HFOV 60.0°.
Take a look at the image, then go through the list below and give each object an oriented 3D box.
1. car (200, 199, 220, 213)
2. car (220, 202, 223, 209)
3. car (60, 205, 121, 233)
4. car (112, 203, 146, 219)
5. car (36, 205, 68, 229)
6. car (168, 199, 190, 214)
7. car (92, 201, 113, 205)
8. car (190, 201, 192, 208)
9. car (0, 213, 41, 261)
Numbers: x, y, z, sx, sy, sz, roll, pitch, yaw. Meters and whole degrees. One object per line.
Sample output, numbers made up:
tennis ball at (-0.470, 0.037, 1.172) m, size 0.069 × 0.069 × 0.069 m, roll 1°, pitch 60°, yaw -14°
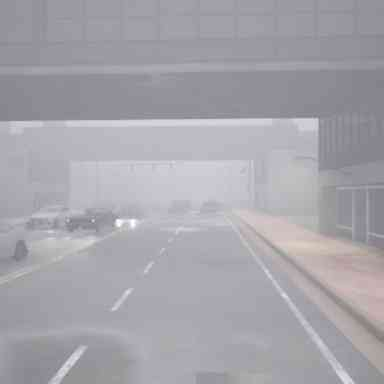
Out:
car at (1.965, 1.758, 39.036) m, size 1.994 × 1.385 × 4.181 m, roll 0°, pitch 0°, yaw 3°
car at (3.140, 1.787, 48.201) m, size 2.033 × 1.411 × 5.357 m, roll 0°, pitch 0°, yaw 19°
car at (-6.144, 1.703, 20.808) m, size 1.895 × 1.301 × 4.718 m, roll 0°, pitch 0°, yaw 3°
car at (-5.607, 1.716, 30.894) m, size 1.994 × 1.385 × 4.181 m, roll 0°, pitch 0°, yaw 3°
car at (-9.494, 1.638, 22.895) m, size 1.812 × 1.442 × 4.674 m, roll 0°, pitch 0°, yaw 3°
car at (-1.614, 1.712, 37.684) m, size 1.812 × 1.442 × 4.674 m, roll 0°, pitch 0°, yaw 3°
car at (-8.986, 1.654, 33.036) m, size 2.128 × 1.511 × 4.902 m, roll 0°, pitch 0°, yaw 3°
car at (-1.131, 1.747, 48.964) m, size 1.837 × 1.490 × 4.892 m, roll 0°, pitch 0°, yaw 2°
car at (-6.696, 1.574, 9.945) m, size 1.812 × 1.442 × 4.674 m, roll 0°, pitch 0°, yaw 3°
